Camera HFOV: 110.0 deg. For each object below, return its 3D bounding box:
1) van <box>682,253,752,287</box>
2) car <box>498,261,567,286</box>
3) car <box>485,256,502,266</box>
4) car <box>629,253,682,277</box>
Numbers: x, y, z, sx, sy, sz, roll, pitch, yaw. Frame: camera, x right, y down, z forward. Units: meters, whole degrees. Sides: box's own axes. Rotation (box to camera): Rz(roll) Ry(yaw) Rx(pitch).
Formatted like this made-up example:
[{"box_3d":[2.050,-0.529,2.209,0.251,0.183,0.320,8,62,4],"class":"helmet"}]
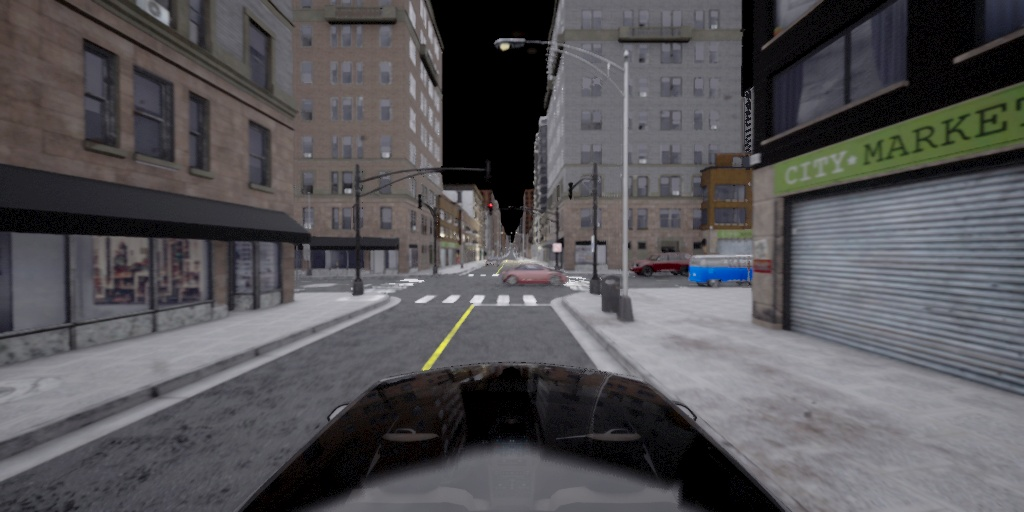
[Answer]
[{"box_3d":[12.117,0.810,20.188,3.998,1.789,1.690,0,0,0],"class":"van"},{"box_3d":[1.410,1.159,22.920,4.181,1.385,1.994,0,0,0],"class":"car"},{"box_3d":[-3.056,0.910,55.825,1.994,1.385,4.181,0,0,0],"class":"car"},{"box_3d":[12.094,0.658,28.712,5.009,1.841,2.192,0,0,0],"class":"car"}]
